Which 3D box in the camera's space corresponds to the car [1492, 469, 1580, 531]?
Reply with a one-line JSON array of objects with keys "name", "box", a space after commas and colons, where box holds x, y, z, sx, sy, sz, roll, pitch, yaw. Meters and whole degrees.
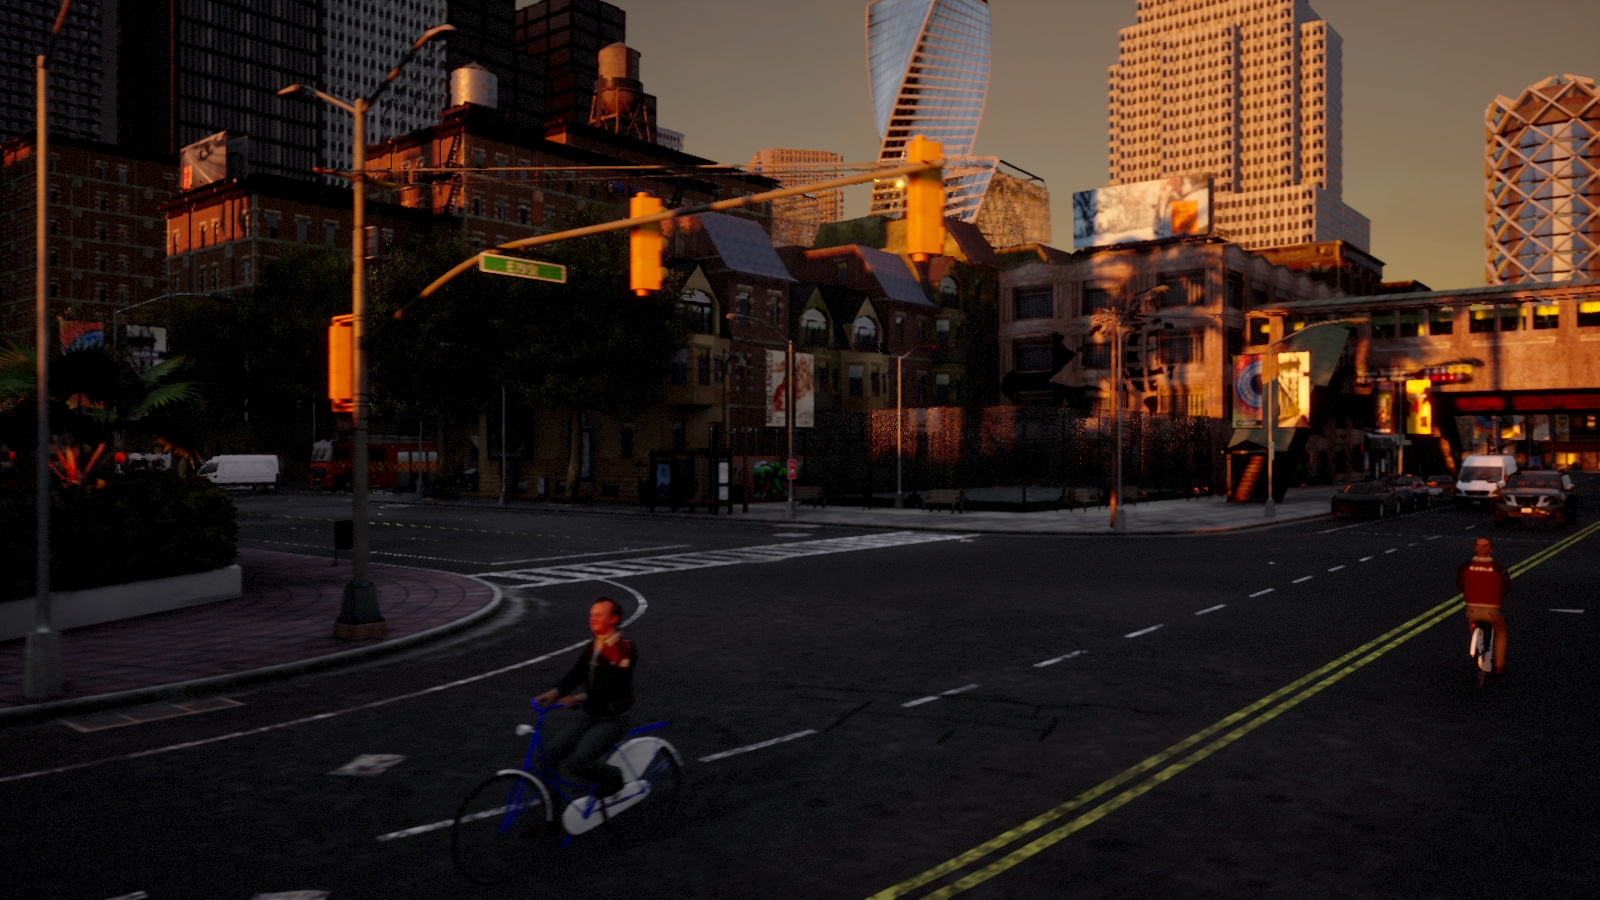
[{"name": "car", "box": [27.509, 1.791, 42.621, 2.150, 2.045, 5.566, 0, 0, 39]}]

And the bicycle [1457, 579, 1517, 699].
[{"name": "bicycle", "box": [8.220, 2.214, 13.643, 0.329, 1.171, 1.835, 0, 0, 40]}]

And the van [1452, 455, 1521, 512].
[{"name": "van", "box": [33.017, 1.549, 54.883, 1.988, 2.561, 5.915, 0, 0, 39]}]
